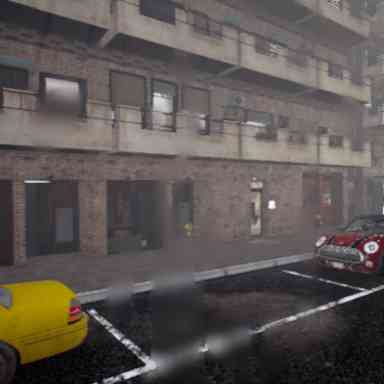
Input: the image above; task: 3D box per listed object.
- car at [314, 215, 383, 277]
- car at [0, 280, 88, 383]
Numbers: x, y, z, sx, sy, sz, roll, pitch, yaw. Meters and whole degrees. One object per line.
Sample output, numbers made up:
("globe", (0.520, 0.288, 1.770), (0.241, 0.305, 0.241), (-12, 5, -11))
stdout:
("car", (5.521, 1.431, 10.049), (4.097, 1.590, 1.967), (0, -1, -35))
("car", (-3.652, 1.526, 3.505), (4.829, 1.417, 1.752), (0, -1, -35))
